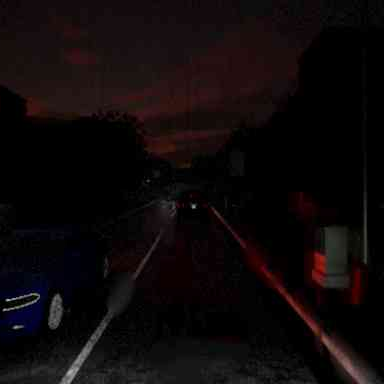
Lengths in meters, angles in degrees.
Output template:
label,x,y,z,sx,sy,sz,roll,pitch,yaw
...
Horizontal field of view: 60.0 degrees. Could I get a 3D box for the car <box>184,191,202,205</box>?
label,x,y,z,sx,sy,sz,roll,pitch,yaw
car,0.103,0.698,41.878,2.128,1.511,4.902,0,1,0

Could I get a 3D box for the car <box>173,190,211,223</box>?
label,x,y,z,sx,sy,sz,roll,pitch,yaw
car,0.102,0.887,22.451,2.150,2.045,5.566,0,2,0

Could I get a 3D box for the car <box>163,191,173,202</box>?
label,x,y,z,sx,sy,sz,roll,pitch,yaw
car,-3.083,0.566,47.512,2.128,1.511,4.902,0,1,0

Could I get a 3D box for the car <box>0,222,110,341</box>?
label,x,y,z,sx,sy,sz,roll,pitch,yaw
car,-3.099,1.468,6.918,1.882,1.535,5.008,0,1,0
